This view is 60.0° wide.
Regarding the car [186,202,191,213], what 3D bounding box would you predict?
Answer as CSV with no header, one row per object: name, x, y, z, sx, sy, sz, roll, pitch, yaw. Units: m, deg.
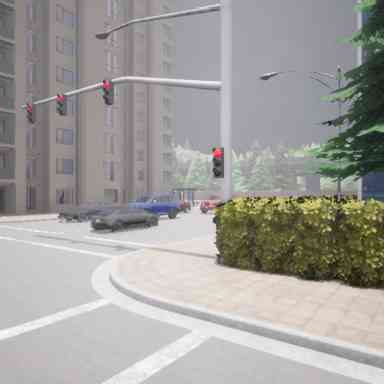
car,-2.088,1.478,34.469,1.882,1.535,5.008,0,0,36

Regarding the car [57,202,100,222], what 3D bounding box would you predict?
car,-7.891,1.547,26.560,2.033,1.411,5.357,0,0,36

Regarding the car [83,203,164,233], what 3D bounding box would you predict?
car,-3.964,1.564,19.961,1.994,1.385,4.181,0,0,38

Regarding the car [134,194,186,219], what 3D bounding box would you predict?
car,-3.269,1.221,26.946,2.150,2.045,5.566,0,0,36

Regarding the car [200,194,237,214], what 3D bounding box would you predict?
car,3.074,1.221,35.581,2.150,2.045,5.566,0,0,36
